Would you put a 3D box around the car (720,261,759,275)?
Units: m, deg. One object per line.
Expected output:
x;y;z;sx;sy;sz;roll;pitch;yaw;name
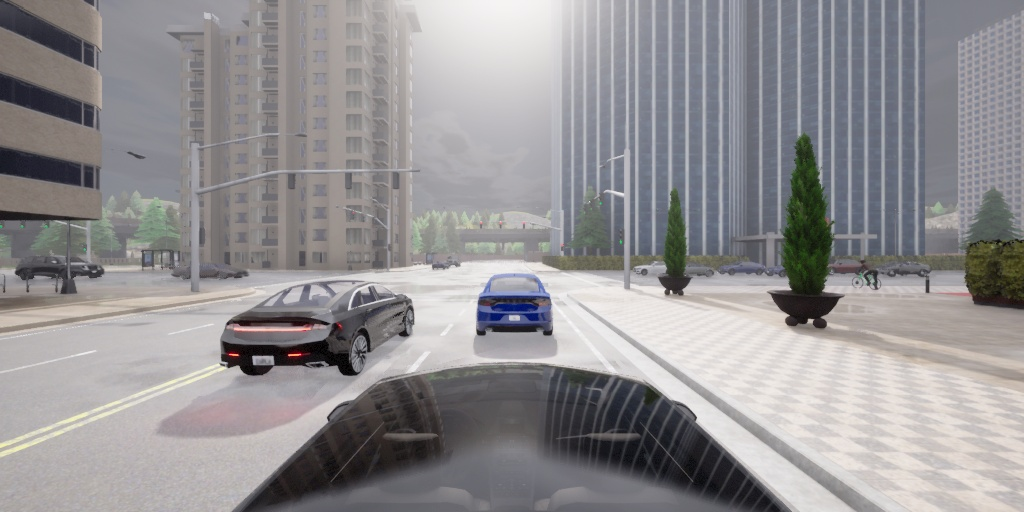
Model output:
24.274;1.276;37.917;4.674;1.442;1.812;0;0;0;car

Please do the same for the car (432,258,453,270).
-10.621;1.351;53.575;1.895;1.301;4.718;0;0;0;car

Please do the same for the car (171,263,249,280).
-25.346;1.298;30.193;5.357;1.411;2.033;0;0;-1;car

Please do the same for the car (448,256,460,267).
-10.588;0.970;64.248;2.150;2.045;5.566;0;0;0;car

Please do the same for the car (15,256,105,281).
-37.835;0.973;30.076;5.566;2.045;2.150;0;0;0;car

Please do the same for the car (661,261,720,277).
16.994;1.314;34.343;4.181;1.385;1.994;0;0;-1;car

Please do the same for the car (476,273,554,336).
0.071;1.228;10.455;1.882;1.535;5.008;0;0;0;car

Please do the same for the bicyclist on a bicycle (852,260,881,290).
19.632;1.051;19.886;0.582;1.620;1.656;0;0;-1;bicyclist on a bicycle

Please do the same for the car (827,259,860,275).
34.359;1.102;38.014;4.553;1.767;2.097;0;0;0;car

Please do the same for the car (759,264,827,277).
26.913;1.276;34.440;4.674;1.442;1.812;0;0;0;car

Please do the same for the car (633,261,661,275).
15.191;1.276;37.824;4.674;1.442;1.812;0;0;-1;car

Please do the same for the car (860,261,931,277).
37.234;1.242;34.538;4.902;1.511;2.128;0;0;0;car

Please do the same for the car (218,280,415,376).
-3.446;1.242;7.416;2.128;1.511;4.902;0;0;0;car
